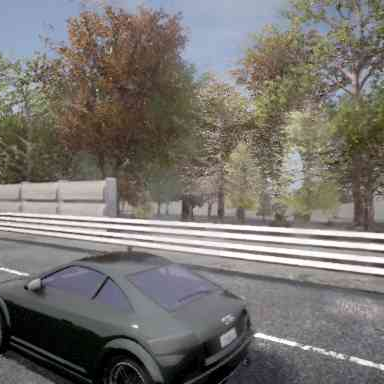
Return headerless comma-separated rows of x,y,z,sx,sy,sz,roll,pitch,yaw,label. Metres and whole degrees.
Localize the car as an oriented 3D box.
-1.239,1.578,4.795,4.181,1.385,1.994,-1,0,35,car
